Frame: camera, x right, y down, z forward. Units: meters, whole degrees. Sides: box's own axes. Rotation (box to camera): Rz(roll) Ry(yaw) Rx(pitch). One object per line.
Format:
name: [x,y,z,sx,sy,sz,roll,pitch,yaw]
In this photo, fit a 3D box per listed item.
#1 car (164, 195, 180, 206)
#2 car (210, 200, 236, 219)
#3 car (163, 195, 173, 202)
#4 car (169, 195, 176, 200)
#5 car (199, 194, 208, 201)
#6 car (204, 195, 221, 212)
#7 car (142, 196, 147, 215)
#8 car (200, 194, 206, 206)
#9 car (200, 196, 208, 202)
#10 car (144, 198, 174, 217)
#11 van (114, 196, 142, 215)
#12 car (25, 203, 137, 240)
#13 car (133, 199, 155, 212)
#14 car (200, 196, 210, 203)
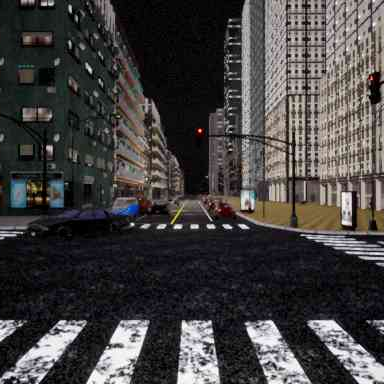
car: [-2.990,1.516,53.587,2.128,1.511,4.902,0,0,0]
car: [2.744,1.592,28.419,1.802,1.307,4.206,0,0,0]
car: [-5.553,1.492,78.182,1.967,1.590,4.097,0,0,0]
car: [-5.526,1.639,94.765,1.947,1.339,4.313,0,0,0]
car: [2.838,1.373,83.695,2.192,1.841,5.009,0,0,0]
car: [2.764,1.456,39.475,1.967,1.590,4.097,0,0,0]
car: [-5.626,1.327,33.962,2.192,1.841,5.009,0,0,0]
car: [2.791,1.468,56.057,1.967,1.590,4.097,0,0,0]
car: [2.827,1.634,78.167,1.802,1.307,4.206,0,0,0]
car: [-3.048,1.575,31.462,1.994,1.385,4.181,0,0,0]
van: [-5.635,1.351,28.434,1.690,1.788,3.998,0,0,0]
car: [-5.684,1.551,17.404,2.033,1.411,5.357,0,0,37]
car: [-5.618,1.560,39.490,1.887,1.381,4.507,0,0,0]
car: [2.818,1.590,72.640,1.887,1.381,4.507,0,0,0]
